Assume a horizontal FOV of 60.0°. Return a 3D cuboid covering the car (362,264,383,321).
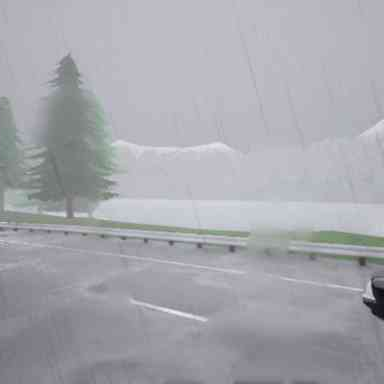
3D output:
[{"bbox_3d":[5.080,1.567,4.668,4.718,1.301,1.895,-1,0,36],"label":"car"}]
